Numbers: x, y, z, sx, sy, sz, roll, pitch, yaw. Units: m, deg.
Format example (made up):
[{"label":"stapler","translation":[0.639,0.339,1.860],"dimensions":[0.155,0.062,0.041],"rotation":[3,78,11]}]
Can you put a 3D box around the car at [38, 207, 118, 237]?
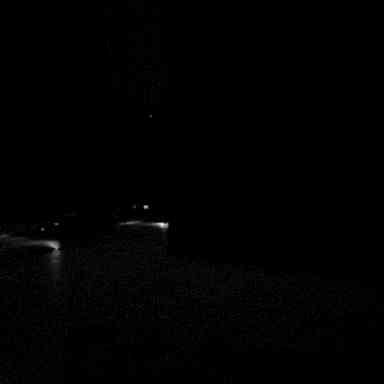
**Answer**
[{"label":"car","translation":[-6.314,1.628,18.964],"dimensions":[1.812,1.442,4.674],"rotation":[-1,0,36]}]

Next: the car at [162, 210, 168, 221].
[{"label":"car","translation":[-0.538,1.650,27.072],"dimensions":[1.994,1.385,4.181],"rotation":[-1,0,35]}]
